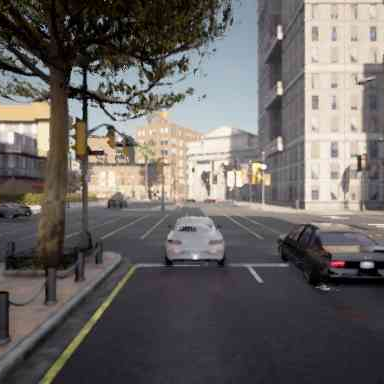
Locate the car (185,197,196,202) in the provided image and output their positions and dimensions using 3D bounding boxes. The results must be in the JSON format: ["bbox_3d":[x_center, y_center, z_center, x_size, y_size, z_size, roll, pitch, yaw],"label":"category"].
[{"bbox_3d":[-0.411,1.754,77.430,1.895,1.301,4.718,0,0,-8],"label":"car"}]

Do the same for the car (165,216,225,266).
[{"bbox_3d":[0.096,1.578,11.613,1.812,1.442,4.674,0,0,0],"label":"car"}]

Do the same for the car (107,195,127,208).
[{"bbox_3d":[-11.520,1.451,51.685,2.150,2.045,5.566,0,0,0],"label":"car"}]

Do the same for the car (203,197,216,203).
[{"bbox_3d":[4.173,1.851,77.457,1.895,1.301,4.718,0,0,20],"label":"car"}]

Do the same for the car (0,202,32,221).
[{"bbox_3d":[-15.964,1.616,27.898,4.902,1.511,2.128,0,0,9],"label":"car"}]

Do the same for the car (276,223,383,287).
[{"bbox_3d":[3.802,1.590,9.485,2.033,1.411,5.357,0,0,3],"label":"car"}]
